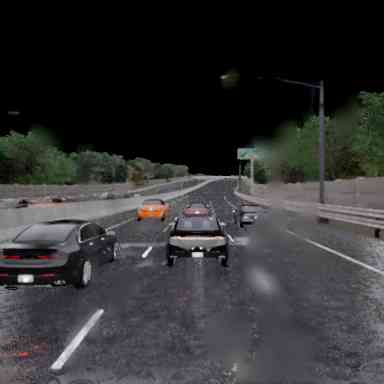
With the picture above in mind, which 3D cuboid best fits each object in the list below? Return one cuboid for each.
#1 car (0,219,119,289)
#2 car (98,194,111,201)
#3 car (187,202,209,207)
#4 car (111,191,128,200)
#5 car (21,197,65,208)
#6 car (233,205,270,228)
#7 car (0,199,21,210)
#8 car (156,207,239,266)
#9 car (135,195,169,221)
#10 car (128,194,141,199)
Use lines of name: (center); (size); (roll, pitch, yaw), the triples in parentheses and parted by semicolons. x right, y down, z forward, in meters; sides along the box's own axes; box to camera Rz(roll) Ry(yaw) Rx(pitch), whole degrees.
car: (-3.345, 1.502, 9.150); (1.837, 1.490, 4.892); (0, 0, 0)
car: (-18.761, 1.132, 72.107); (1.812, 1.442, 4.674); (0, 1, 3)
car: (0.473, 1.560, 28.047); (1.994, 1.385, 4.181); (0, 0, 1)
car: (-15.245, 0.825, 72.262); (2.150, 2.045, 5.566); (0, 1, 3)
car: (-13.640, 1.335, 31.286); (2.097, 1.767, 4.553); (0, 0, 2)
car: (3.838, 1.547, 22.105); (2.033, 1.411, 5.357); (0, 0, 1)
car: (-17.125, 1.485, 31.947); (1.837, 1.490, 4.892); (0, 0, 2)
car: (0.179, 1.490, 11.464); (2.128, 1.511, 4.902); (0, 0, 1)
car: (-3.047, 1.345, 27.228); (2.097, 1.767, 4.553); (0, 0, 1)
car: (-11.776, 1.144, 71.656); (1.812, 1.442, 4.674); (0, 1, 3)
